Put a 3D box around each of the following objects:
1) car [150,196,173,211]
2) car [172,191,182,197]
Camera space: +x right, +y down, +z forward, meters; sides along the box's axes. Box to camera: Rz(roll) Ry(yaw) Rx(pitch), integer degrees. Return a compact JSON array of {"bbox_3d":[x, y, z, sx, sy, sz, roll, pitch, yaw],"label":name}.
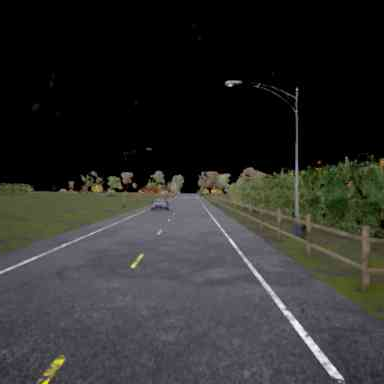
[{"bbox_3d":[-3.592,1.425,37.879,1.994,1.385,4.181,0,0,0],"label":"car"},{"bbox_3d":[-3.503,0.544,78.921,2.150,2.045,5.566,0,0,0],"label":"car"}]
